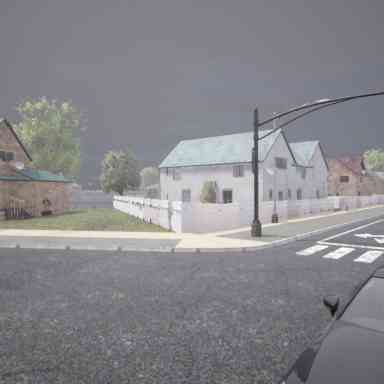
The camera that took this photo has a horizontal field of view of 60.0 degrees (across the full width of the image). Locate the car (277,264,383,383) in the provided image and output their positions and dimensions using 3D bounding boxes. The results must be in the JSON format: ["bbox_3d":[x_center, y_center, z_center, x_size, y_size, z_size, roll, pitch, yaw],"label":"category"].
[{"bbox_3d":[2.542,1.524,3.432,1.812,1.442,4.674,0,0,42],"label":"car"}]
